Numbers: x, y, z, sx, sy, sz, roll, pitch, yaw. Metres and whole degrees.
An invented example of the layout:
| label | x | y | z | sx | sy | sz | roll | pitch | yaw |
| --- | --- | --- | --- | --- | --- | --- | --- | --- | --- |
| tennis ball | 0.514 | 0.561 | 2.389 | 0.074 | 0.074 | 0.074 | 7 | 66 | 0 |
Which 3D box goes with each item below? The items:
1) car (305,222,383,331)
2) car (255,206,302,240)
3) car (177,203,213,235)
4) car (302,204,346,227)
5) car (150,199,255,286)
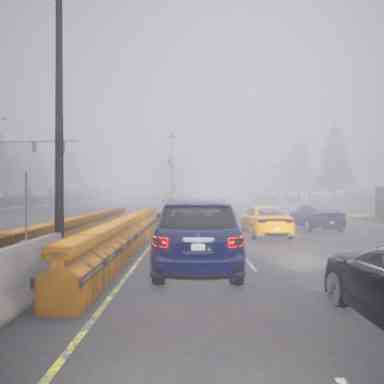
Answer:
| label | x | y | z | sx | sy | sz | roll | pitch | yaw |
| --- | --- | --- | --- | --- | --- | --- | --- | --- | --- |
| car | 3.613 | 1.476 | 4.920 | 2.128 | 1.511 | 4.902 | 0 | 0 | 0 |
| car | 3.661 | 1.423 | 16.758 | 1.882 | 1.535 | 5.008 | 0 | 0 | 0 |
| car | 0.171 | 1.442 | 19.377 | 1.837 | 1.490 | 4.892 | 0 | 0 | 0 |
| car | 7.171 | 1.415 | 19.461 | 1.882 | 1.535 | 5.008 | 0 | 0 | 0 |
| car | 0.135 | 1.192 | 9.404 | 2.150 | 2.045 | 5.566 | 0 | 0 | 0 |
